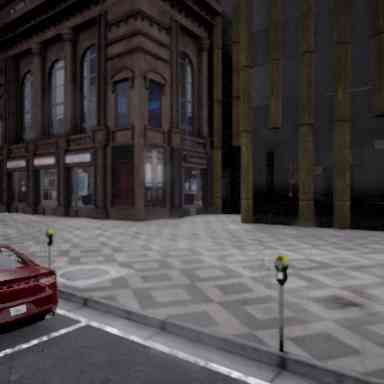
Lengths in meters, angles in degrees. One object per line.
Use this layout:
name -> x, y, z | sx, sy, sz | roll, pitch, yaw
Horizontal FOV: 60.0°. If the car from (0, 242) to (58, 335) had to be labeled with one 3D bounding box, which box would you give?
car -> -4.282, 1.544, 6.030 | 4.507, 1.381, 1.887 | 0, 0, 36
